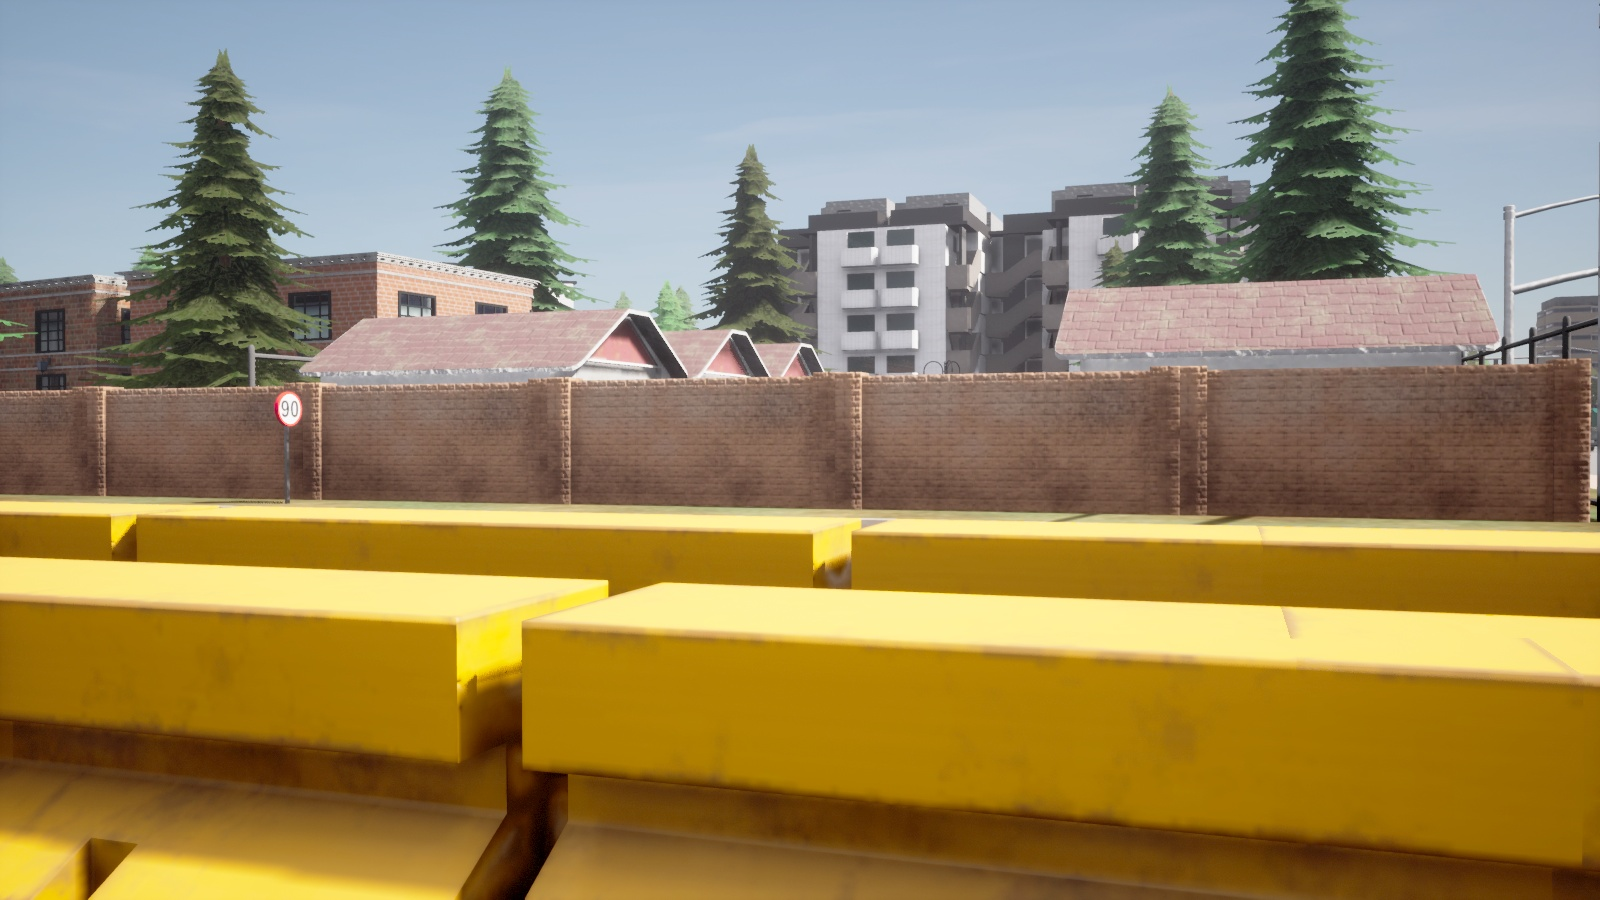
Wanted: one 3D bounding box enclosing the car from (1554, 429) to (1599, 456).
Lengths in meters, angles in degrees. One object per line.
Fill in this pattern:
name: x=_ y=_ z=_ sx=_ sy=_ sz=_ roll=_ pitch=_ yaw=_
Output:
car: x=50.152 y=-0.497 z=80.589 sx=2.152 sy=1.651 sz=5.027 roll=1 pitch=1 yaw=20
